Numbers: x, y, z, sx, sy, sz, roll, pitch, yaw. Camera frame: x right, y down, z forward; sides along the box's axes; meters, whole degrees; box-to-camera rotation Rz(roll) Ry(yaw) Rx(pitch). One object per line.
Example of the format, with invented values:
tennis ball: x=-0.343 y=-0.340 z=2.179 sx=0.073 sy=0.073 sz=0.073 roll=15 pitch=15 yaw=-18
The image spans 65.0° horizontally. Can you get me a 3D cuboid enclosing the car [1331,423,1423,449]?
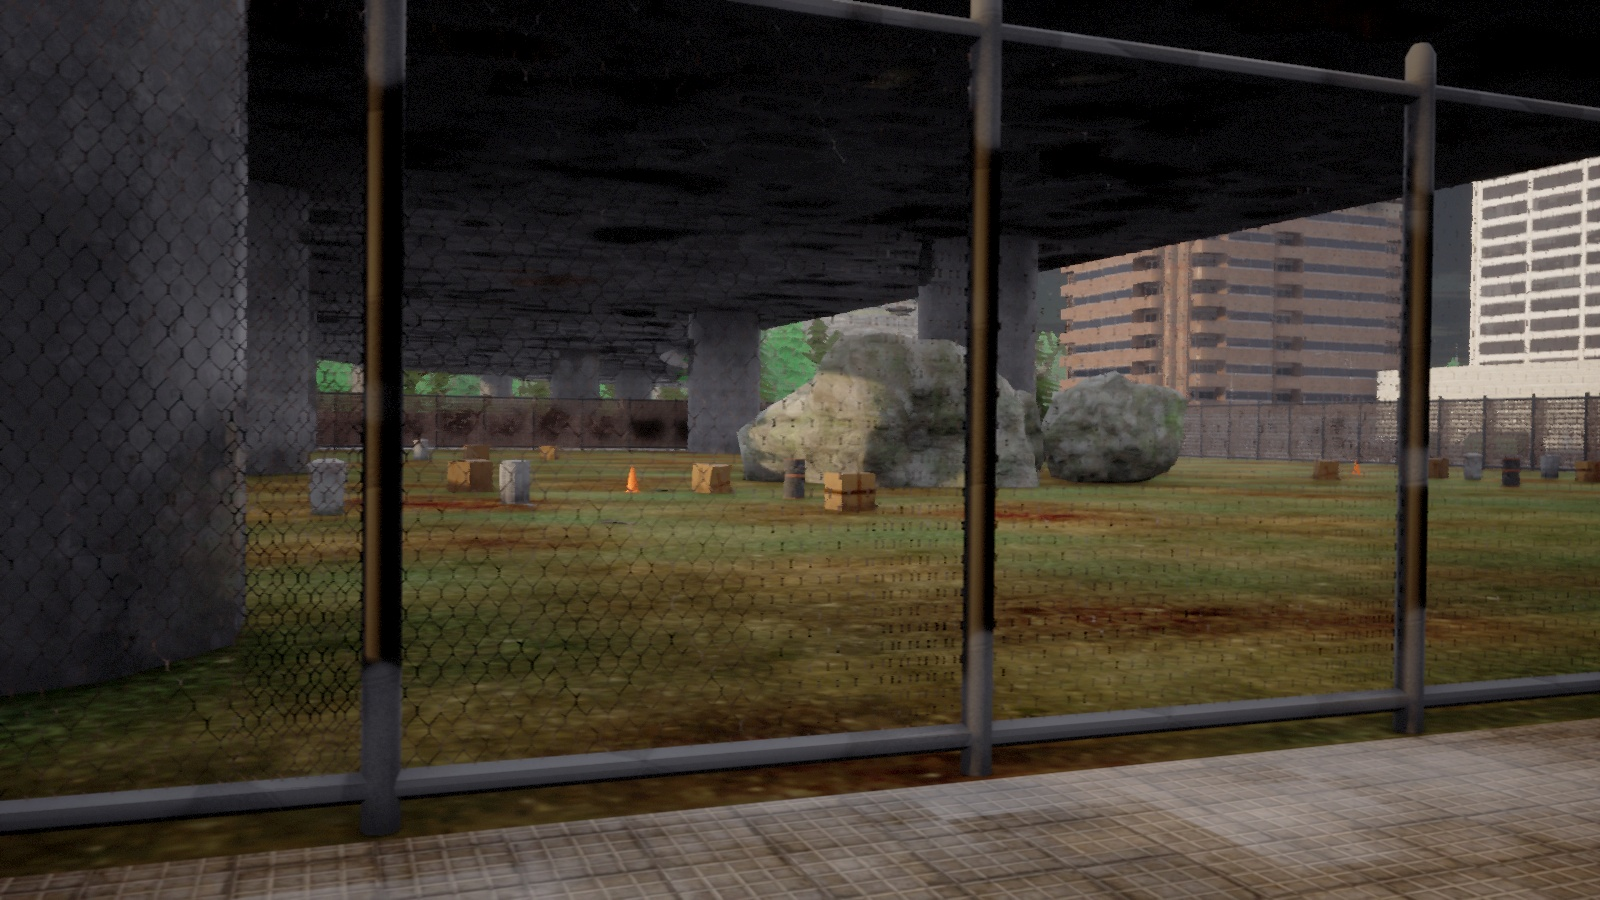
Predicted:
car: x=34.110 y=-0.830 z=74.368 sx=2.128 sy=1.511 sz=4.902 roll=-1 pitch=1 yaw=-21
